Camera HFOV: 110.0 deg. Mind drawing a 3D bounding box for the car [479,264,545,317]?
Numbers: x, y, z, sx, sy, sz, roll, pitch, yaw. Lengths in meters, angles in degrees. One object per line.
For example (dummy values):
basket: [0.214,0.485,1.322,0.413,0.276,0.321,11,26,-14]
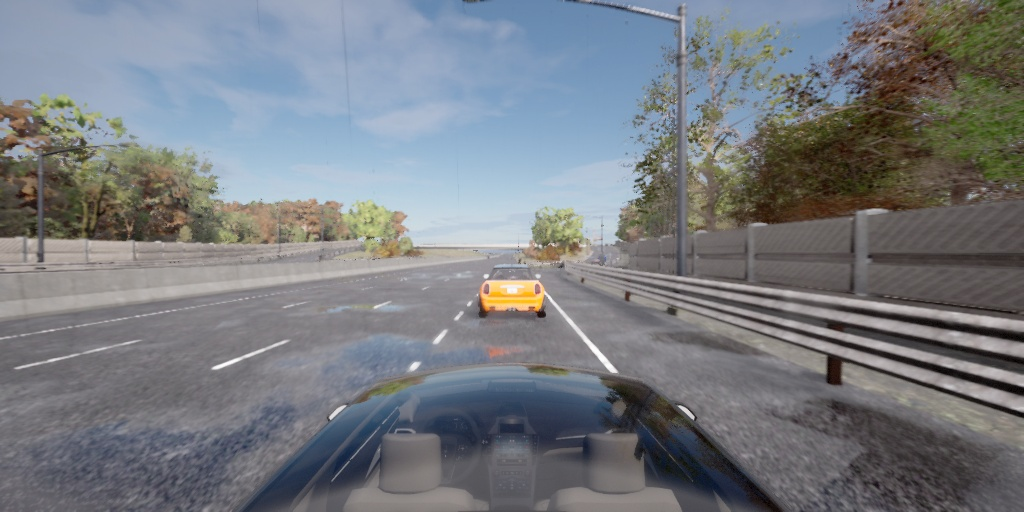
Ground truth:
car: [0.004,1.075,13.128,2.097,1.767,4.553,0,0,0]
